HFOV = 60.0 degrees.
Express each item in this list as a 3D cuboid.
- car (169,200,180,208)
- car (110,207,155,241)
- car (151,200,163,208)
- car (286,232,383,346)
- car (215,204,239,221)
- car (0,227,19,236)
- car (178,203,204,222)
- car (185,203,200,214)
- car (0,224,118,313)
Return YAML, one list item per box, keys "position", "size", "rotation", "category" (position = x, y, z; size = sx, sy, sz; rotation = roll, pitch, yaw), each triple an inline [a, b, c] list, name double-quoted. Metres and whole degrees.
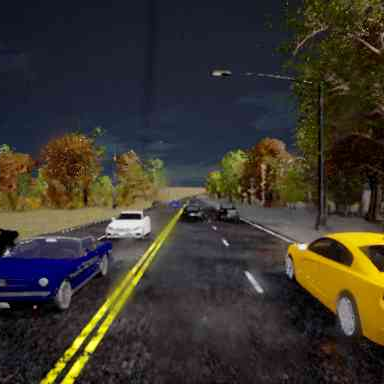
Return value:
- position: [-3.281, 2.245, 62.675]
  size: [1.882, 1.535, 5.008]
  rotation: [0, -1, 0]
  category: "car"
- position: [-3.317, 1.750, 18.258]
  size: [1.812, 1.442, 4.674]
  rotation: [0, -1, 0]
  category: "car"
- position: [-6.530, 2.270, 62.681]
  size: [1.837, 1.490, 4.892]
  rotation: [0, -1, 1]
  category: "car"
- position: [3.353, 1.541, 6.618]
  size: [1.882, 1.535, 5.008]
  rotation: [1, 0, 0]
  category: "car"
- position: [3.282, 1.872, 31.467]
  size: [2.128, 1.511, 4.902]
  rotation: [-1, 0, 0]
  category: "car"
- position: [-6.599, 1.587, 8.939]
  size: [1.882, 1.535, 5.008]
  rotation: [0, -1, 0]
  category: "car"
- position: [0.048, 1.941, 30.704]
  size: [1.994, 1.385, 4.181]
  rotation: [0, -1, 0]
  category: "car"
- position: [0.039, 2.140, 43.967]
  size: [1.895, 1.301, 4.718]
  rotation: [0, -1, 0]
  category: "car"
- position: [-3.348, 1.700, 8.021]
  size: [1.895, 1.301, 4.718]
  rotation: [0, -1, 0]
  category: "car"
